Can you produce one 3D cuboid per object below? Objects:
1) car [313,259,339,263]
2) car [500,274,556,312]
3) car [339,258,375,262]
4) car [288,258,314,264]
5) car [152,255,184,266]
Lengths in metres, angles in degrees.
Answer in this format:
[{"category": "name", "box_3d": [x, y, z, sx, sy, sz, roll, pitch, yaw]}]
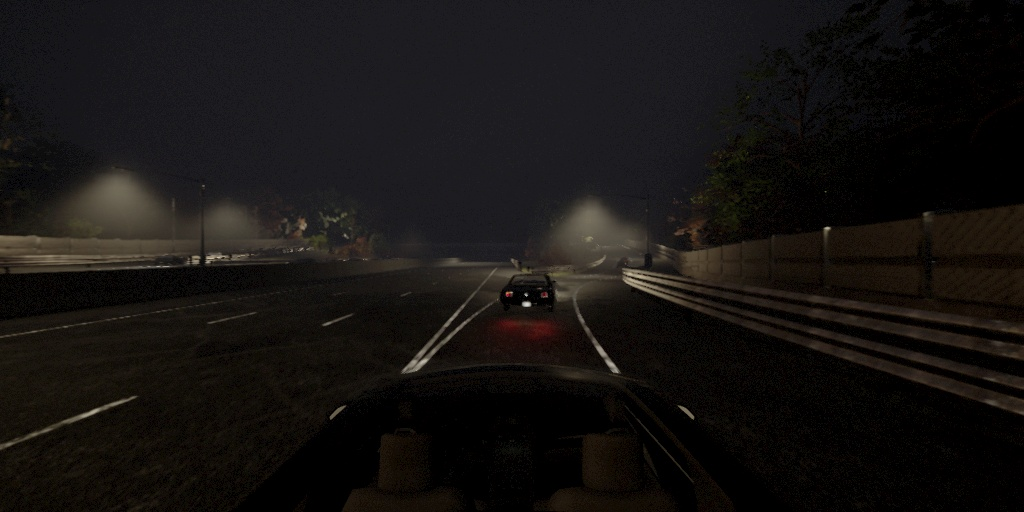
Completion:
[{"category": "car", "box_3d": [-25.207, 1.181, 50.457, 2.128, 1.511, 4.902, 0, 0, 0]}, {"category": "car", "box_3d": [0.813, 1.361, 14.449, 1.895, 1.301, 4.718, 0, 0, 8]}, {"category": "car", "box_3d": [-21.708, 1.248, 50.424, 2.033, 1.411, 5.357, 0, 0, 0]}, {"category": "car", "box_3d": [-28.700, 1.031, 49.227, 2.097, 1.767, 4.553, 0, 0, 0]}, {"category": "car", "box_3d": [-43.563, 0.571, 45.521, 1.994, 1.385, 4.181, 0, 1, -24]}]
